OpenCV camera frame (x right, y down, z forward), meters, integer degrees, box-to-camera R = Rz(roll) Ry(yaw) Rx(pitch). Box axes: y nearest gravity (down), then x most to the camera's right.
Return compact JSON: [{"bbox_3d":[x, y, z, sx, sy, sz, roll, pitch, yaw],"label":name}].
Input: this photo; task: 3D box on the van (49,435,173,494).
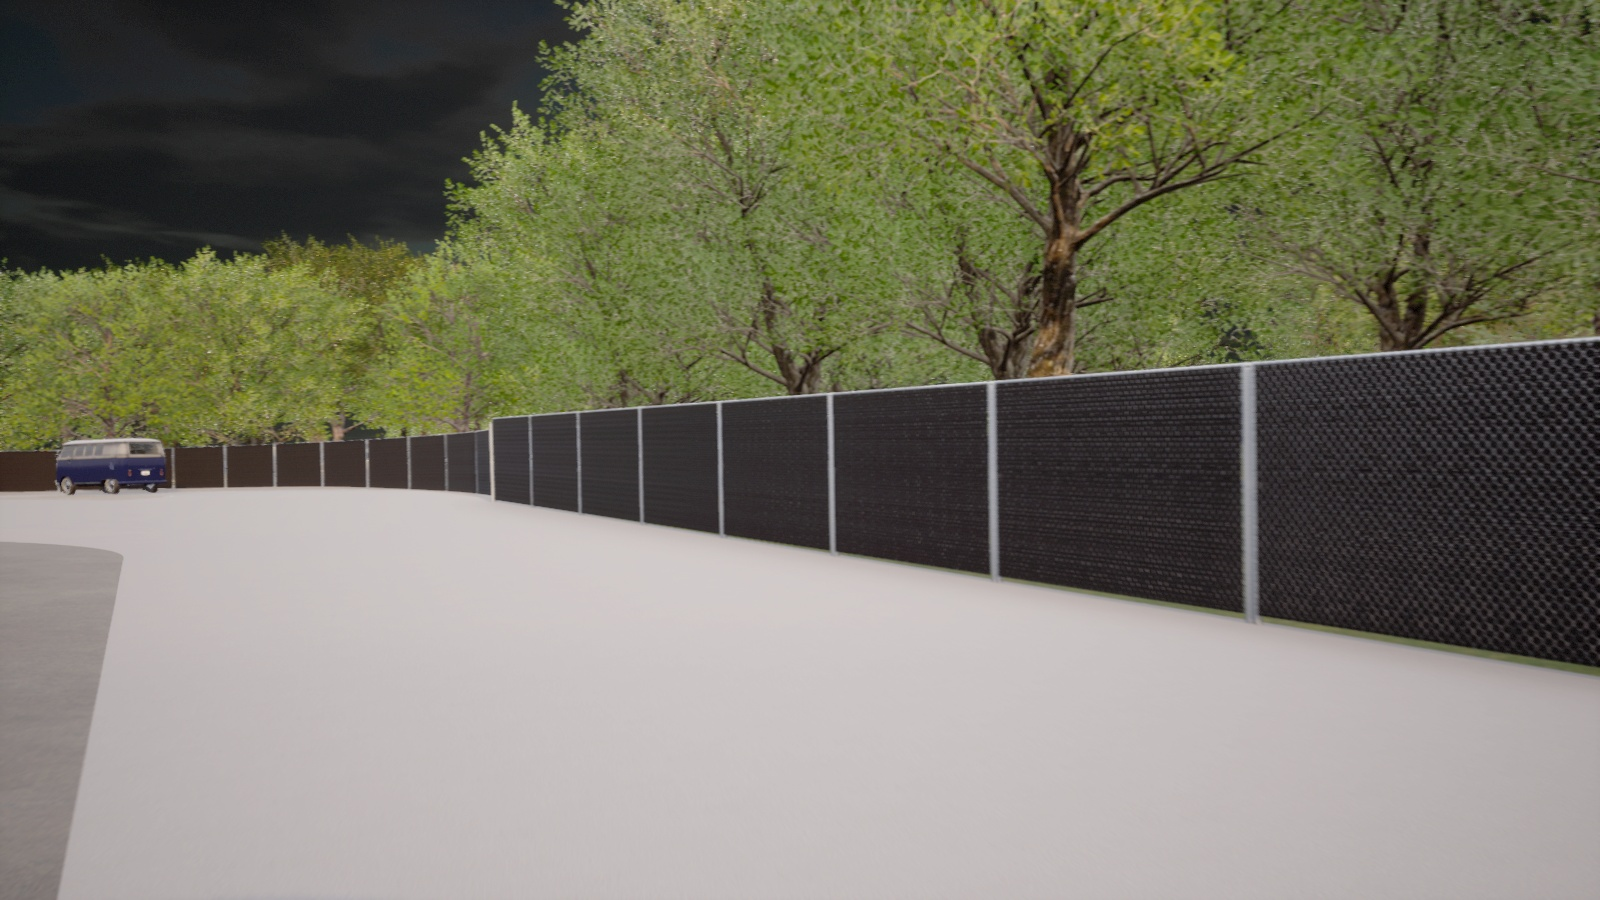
[{"bbox_3d":[-24.743,0.535,45.058,4.442,1.987,1.775,-2,-1,29],"label":"van"}]
